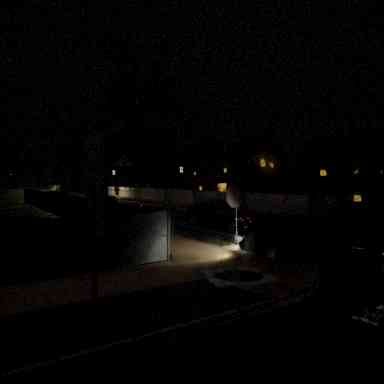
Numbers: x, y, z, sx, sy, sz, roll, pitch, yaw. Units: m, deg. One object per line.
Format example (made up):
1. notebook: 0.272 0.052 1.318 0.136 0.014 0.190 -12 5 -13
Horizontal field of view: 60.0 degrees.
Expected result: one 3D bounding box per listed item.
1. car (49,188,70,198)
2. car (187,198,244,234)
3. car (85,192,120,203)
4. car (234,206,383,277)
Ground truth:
1. car: -18.773 0.157 46.843 2.033 1.411 5.357 0 2 -35
2. car: 1.693 1.116 17.297 1.882 1.535 5.008 0 2 -36
3. car: -8.881 0.625 32.453 2.033 1.411 5.357 0 2 -35
4. car: 4.152 1.410 9.502 5.357 1.411 2.033 5 4 24
